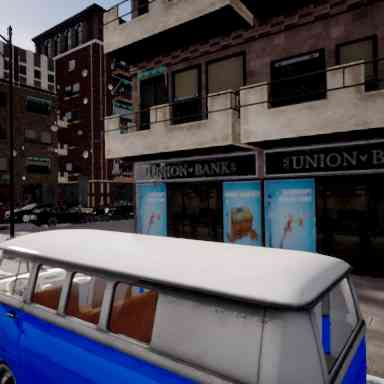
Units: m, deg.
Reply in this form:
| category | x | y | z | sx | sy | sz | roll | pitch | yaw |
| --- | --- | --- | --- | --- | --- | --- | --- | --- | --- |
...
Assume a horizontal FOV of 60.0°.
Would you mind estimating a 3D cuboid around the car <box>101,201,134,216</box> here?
| category | x | y | z | sx | sy | sz | roll | pitch | yaw |
| --- | --- | --- | --- | --- | --- | --- | --- | --- | --- |
| car | -6.918 | 1.670 | 34.563 | 2.128 | 1.511 | 4.902 | -1 | -1 | 36 |

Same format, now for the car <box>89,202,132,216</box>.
| category | x | y | z | sx | sy | sz | roll | pitch | yaw |
| --- | --- | --- | --- | --- | --- | --- | --- | --- | --- |
| car | -8.798 | 1.793 | 36.389 | 1.947 | 1.339 | 4.313 | -2 | -1 | 36 |

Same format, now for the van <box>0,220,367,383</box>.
| category | x | y | z | sx | sy | sz | roll | pitch | yaw |
| --- | --- | --- | --- | --- | --- | --- | --- | --- | --- |
| van | -0.491 | 1.341 | 3.200 | 3.998 | 1.788 | 1.690 | 0 | -1 | 35 |

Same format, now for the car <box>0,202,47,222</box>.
| category | x | y | z | sx | sy | sz | roll | pitch | yaw |
| --- | --- | --- | --- | --- | --- | --- | --- | --- | --- |
| car | -12.462 | 1.631 | 26.961 | 1.837 | 1.490 | 4.892 | -1 | -1 | 36 |

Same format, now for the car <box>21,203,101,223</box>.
| category | x | y | z | sx | sy | sz | roll | pitch | yaw |
| --- | --- | --- | --- | --- | --- | --- | --- | --- | --- |
| car | -8.667 | 1.580 | 22.338 | 1.947 | 1.339 | 4.313 | -2 | -1 | 36 |
